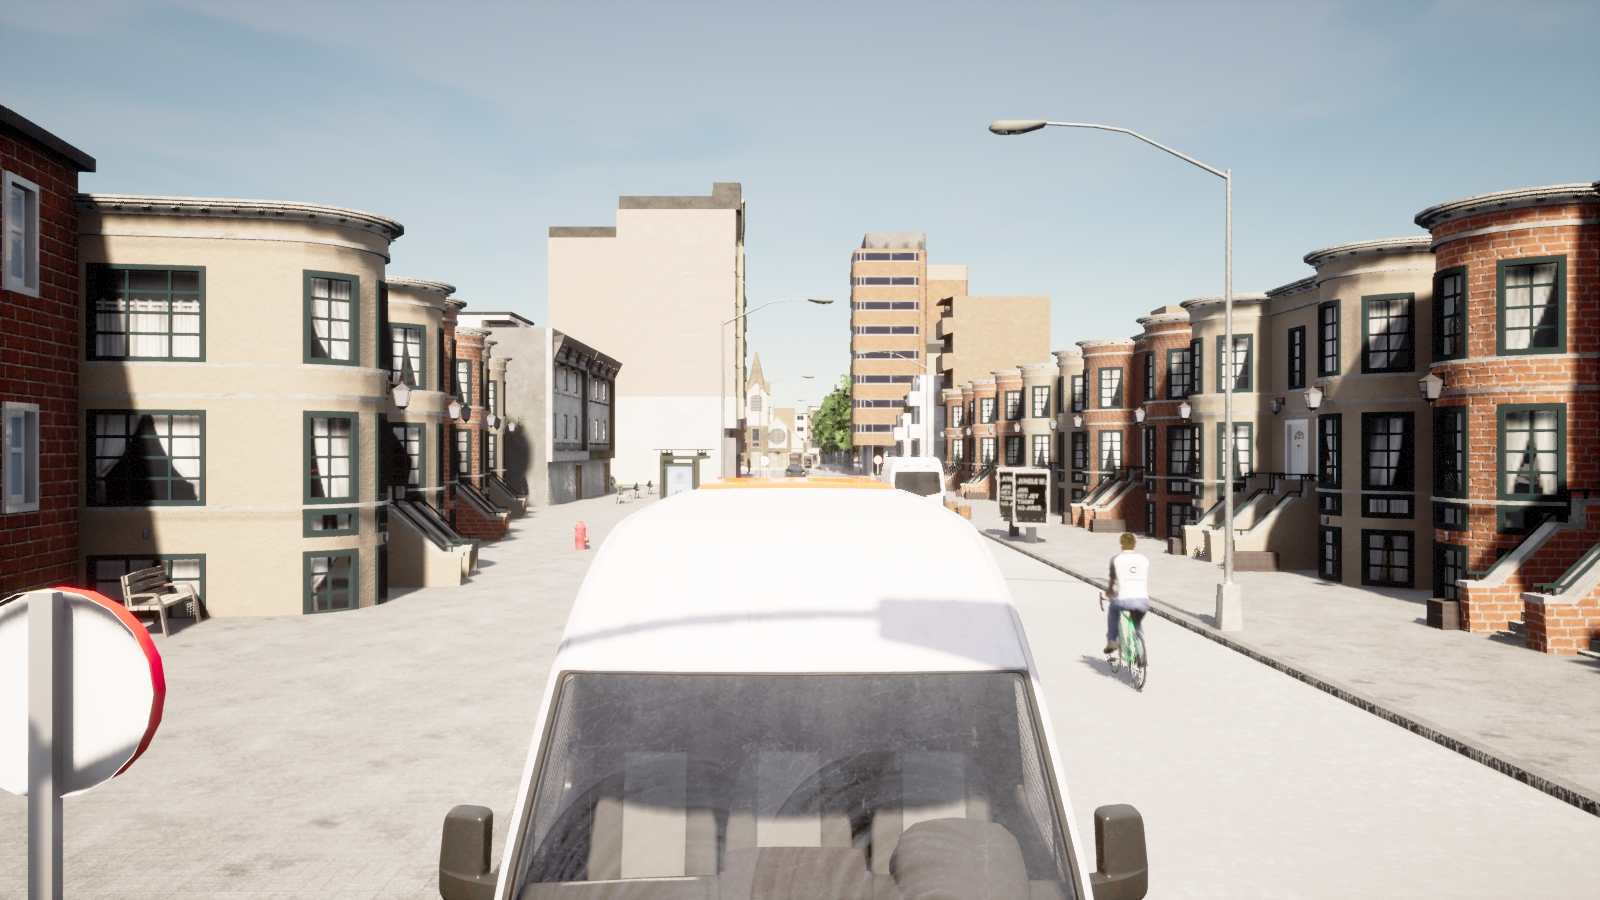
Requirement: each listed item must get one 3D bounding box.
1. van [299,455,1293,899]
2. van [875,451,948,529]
[{"bbox_3d":[-0.019,1.314,5.243,1.988,2.561,5.915,0,0,0],"label":"van"},{"bbox_3d":[3.873,1.315,40.591,1.988,2.561,5.915,0,0,0],"label":"van"}]
